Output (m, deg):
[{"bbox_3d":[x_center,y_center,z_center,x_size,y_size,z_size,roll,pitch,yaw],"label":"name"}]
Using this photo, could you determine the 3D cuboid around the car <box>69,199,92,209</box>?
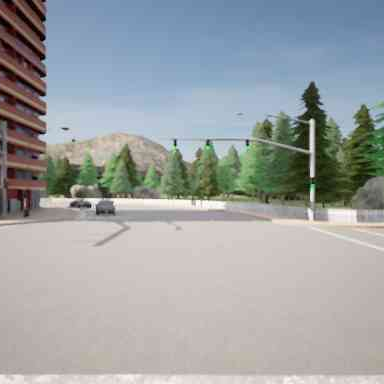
[{"bbox_3d":[-15.722,1.691,46.971,1.994,1.385,4.181,0,0,-42],"label":"car"}]

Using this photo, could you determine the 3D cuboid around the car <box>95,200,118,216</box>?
[{"bbox_3d":[-8.701,1.595,33.713,1.837,1.490,4.892,0,0,-16],"label":"car"}]
